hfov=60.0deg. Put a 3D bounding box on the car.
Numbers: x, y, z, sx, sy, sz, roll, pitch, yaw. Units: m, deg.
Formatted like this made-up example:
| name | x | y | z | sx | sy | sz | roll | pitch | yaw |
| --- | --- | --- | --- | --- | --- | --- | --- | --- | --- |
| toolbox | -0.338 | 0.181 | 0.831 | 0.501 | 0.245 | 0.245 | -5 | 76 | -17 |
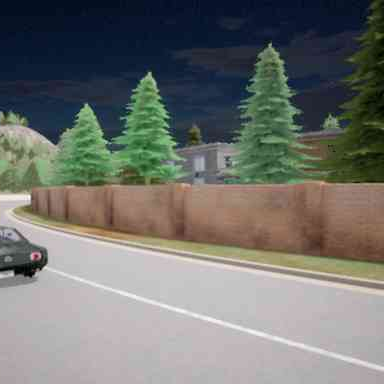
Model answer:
| name | x | y | z | sx | sy | sz | roll | pitch | yaw |
| --- | --- | --- | --- | --- | --- | --- | --- | --- | --- |
| car | -5.832 | 1.567 | 9.048 | 4.718 | 1.301 | 1.895 | 0 | 0 | 42 |
